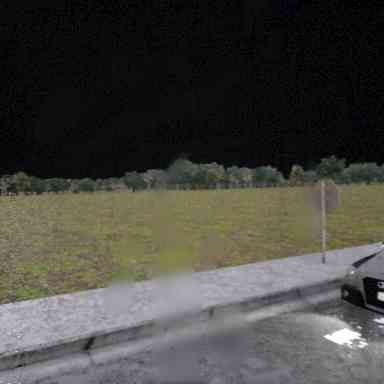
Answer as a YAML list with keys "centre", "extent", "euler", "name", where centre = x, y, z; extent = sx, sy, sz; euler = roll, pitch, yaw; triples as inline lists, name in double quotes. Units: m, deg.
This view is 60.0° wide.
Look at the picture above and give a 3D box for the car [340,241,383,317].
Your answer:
- centre: [4.665, 1.370, 6.025]
  extent: [4.181, 1.385, 1.994]
  euler: [-2, 1, -30]
  name: "car"
